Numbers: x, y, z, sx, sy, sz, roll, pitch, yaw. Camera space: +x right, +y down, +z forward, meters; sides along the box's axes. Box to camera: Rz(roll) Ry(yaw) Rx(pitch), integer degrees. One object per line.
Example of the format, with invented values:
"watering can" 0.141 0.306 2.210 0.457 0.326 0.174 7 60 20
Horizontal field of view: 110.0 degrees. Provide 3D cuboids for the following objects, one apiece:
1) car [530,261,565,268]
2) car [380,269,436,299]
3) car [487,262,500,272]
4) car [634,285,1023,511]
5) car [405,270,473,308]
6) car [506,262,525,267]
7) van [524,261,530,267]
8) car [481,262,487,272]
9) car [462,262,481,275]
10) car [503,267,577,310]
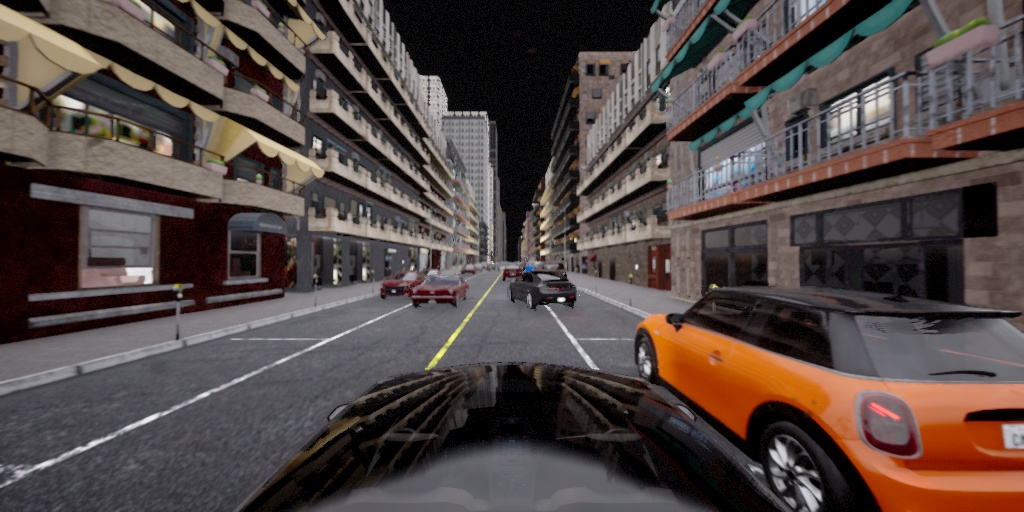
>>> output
"car" 2.693 1.311 25.165 2.192 1.841 5.009 0 0 0
"car" -5.688 1.482 19.481 1.888 1.381 4.507 0 0 0
"car" -2.994 1.979 60.483 1.994 1.385 4.181 0 -1 0
"car" 3.114 1.129 4.287 2.097 1.767 4.553 0 -1 0
"car" -3.098 1.502 16.184 1.895 1.301 4.718 0 -1 0
"car" 0.093 1.593 36.245 1.882 1.535 5.008 0 -1 0
"van" 2.695 1.582 47.892 1.690 1.789 3.998 0 0 0
"car" -5.684 1.915 59.255 2.007 1.370 4.403 0 0 0
"car" -5.685 1.786 47.891 1.888 1.381 4.507 0 0 0
"car" 1.184 1.403 15.786 1.837 1.490 4.892 0 0 -16
